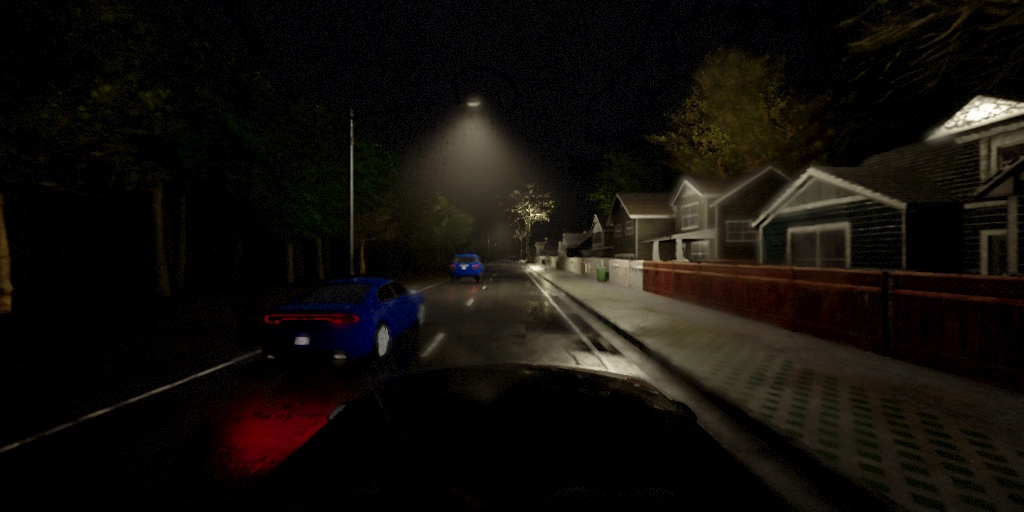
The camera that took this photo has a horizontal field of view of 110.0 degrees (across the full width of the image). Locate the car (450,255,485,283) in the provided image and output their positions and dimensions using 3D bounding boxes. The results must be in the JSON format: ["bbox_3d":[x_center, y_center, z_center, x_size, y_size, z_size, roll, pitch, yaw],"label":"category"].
[{"bbox_3d":[-3.395,0.937,28.000,2.150,2.045,5.566,0,0,0],"label":"car"}]

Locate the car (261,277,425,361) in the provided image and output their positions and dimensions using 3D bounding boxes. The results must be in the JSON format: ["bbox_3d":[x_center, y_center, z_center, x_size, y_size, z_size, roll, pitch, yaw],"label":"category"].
[{"bbox_3d":[-3.404,1.221,8.295,1.882,1.535,5.008,0,0,0],"label":"car"}]
